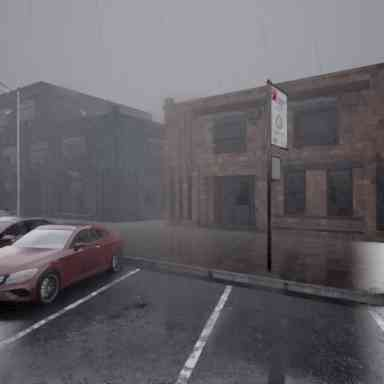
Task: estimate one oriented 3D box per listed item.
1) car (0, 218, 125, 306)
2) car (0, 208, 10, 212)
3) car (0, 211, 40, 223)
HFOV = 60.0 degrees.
[{"bbox_3d":[-3.274,1.527,8.287,2.002,1.452,4.674,1,-1,15],"label":"car"},{"bbox_3d":[-8.206,1.366,11.724,2.185,1.767,4.553,1,-1,15],"label":"car"},{"bbox_3d":[-5.754,1.517,9.960,2.163,1.488,4.792,1,-1,15],"label":"car"}]
